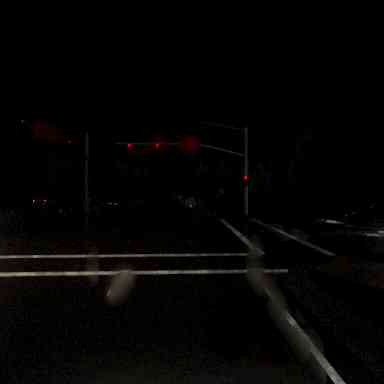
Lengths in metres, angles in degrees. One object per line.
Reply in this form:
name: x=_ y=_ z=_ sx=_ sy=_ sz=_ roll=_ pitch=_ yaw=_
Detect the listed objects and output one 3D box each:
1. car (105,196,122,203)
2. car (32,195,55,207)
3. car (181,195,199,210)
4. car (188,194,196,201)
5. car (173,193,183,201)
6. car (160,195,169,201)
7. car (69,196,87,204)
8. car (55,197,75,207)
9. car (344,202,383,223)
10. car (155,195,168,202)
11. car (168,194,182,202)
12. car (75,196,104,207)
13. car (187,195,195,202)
car: x=-15.237 y=1.532 z=65.691 sx=1.994 sy=1.385 sz=4.181 roll=0 pitch=0 yaw=0
car: x=-22.253 y=1.328 z=50.233 sx=2.097 sy=1.767 sz=4.553 roll=0 pitch=0 yaw=0
car: x=-0.143 y=1.505 z=43.342 sx=1.812 sy=1.442 sz=4.674 roll=0 pitch=0 yaw=0
car: x=-0.021 y=1.379 z=84.540 sx=1.882 sy=1.535 sz=5.008 roll=0 pitch=0 yaw=1
car: x=-3.521 y=1.256 z=84.590 sx=2.097 sy=1.767 sz=4.553 roll=0 pitch=0 yaw=1
car: x=-7.019 y=1.425 z=84.701 sx=1.812 sy=1.442 sz=4.674 roll=0 pitch=0 yaw=1
car: x=-22.219 y=1.527 z=65.038 sx=1.994 sy=1.385 sz=4.181 roll=0 pitch=0 yaw=0
car: x=-18.758 y=1.523 z=51.498 sx=2.033 sy=1.411 sz=5.357 roll=0 pitch=0 yaw=0
car: x=13.964 y=1.514 z=25.067 sx=4.674 sy=1.442 sz=1.812 roll=0 pitch=0 yaw=1
car: x=-7.205 y=1.501 z=74.340 sx=2.033 sy=1.411 sz=5.357 roll=0 pitch=0 yaw=1
car: x=-3.702 y=1.515 z=74.761 sx=1.994 sy=1.385 sz=4.181 roll=0 pitch=0 yaw=1
car: x=-15.255 y=1.469 z=49.655 sx=2.128 sy=1.511 sz=4.902 roll=0 pitch=0 yaw=0
car: x=-0.204 y=1.486 z=74.359 sx=1.812 sy=1.442 sz=4.674 roll=0 pitch=0 yaw=1
